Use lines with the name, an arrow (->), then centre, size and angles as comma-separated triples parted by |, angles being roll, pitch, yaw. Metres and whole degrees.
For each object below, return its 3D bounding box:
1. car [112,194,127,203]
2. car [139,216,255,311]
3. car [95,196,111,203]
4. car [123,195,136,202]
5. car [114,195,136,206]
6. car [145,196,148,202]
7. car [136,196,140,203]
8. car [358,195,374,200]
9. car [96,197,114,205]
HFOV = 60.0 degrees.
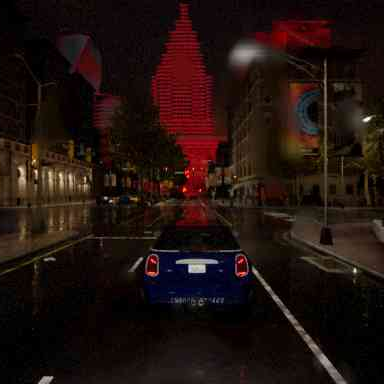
car -> -14.760, 1.351, 68.022 | 2.097, 1.767, 4.553 | 0, 0, 0
car -> 0.102, 1.352, 7.902 | 2.097, 1.767, 4.553 | 0, 0, 0
car -> -18.012, 1.594, 67.415 | 1.895, 1.301, 4.718 | 0, 0, 0
car -> -14.723, 1.525, 78.423 | 2.128, 1.511, 4.902 | 0, 0, 0
car -> -11.383, 1.525, 56.738 | 1.812, 1.442, 4.674 | 0, 0, 0
car -> -11.232, 1.552, 75.758 | 1.994, 1.385, 4.181 | 0, 0, 0
car -> -11.296, 1.477, 65.885 | 1.882, 1.535, 5.008 | 0, 0, 1
car -> 34.687, 1.480, 68.621 | 2.231, 1.521, 4.892 | 0, 0, 0
car -> -14.873, 1.547, 57.912 | 2.033, 1.411, 5.357 | 0, 0, 0
